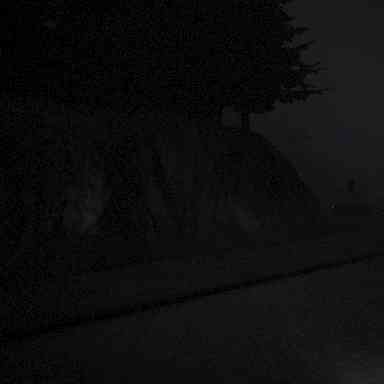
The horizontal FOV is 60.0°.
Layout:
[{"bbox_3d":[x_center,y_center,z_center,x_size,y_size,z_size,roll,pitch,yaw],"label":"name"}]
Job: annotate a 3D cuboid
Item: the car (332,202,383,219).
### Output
[{"bbox_3d":[14.358,1.563,28.787,1.994,1.385,4.181,0,0,-35],"label":"car"}]
